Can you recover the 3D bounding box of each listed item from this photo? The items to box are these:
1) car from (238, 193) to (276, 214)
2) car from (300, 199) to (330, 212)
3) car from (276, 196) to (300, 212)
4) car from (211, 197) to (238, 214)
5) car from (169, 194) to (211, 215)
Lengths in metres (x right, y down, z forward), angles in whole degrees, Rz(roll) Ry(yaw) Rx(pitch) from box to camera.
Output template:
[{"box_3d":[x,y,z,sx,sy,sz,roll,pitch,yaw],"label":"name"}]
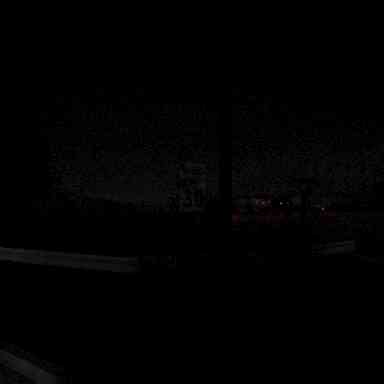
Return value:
[{"box_3d":[5.976,1.112,34.762,2.150,2.045,5.566,0,0,-21],"label":"car"},{"box_3d":[12.778,1.472,36.590,1.895,1.301,4.718,0,0,-21],"label":"car"},{"box_3d":[9.125,1.232,36.313,2.097,1.767,4.553,0,0,-21],"label":"car"},{"box_3d":[2.495,1.404,34.049,1.837,1.490,4.892,0,0,-21],"label":"car"},{"box_3d":[-0.548,1.132,32.219,2.150,2.045,5.566,0,0,-21],"label":"car"}]
